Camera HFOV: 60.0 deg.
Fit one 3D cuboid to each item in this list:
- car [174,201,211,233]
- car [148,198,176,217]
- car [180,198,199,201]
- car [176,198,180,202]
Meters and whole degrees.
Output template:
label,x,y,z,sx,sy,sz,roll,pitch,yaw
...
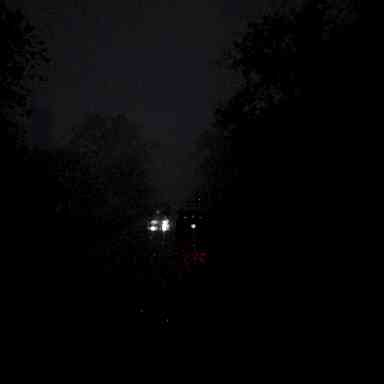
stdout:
label,x,y,z,sx,sy,sz,roll,pitch,yaw
car,0.068,1.497,19.559,1.837,1.490,4.892,0,0,0
car,-2.926,1.509,31.011,2.128,1.511,4.902,0,0,0
car,0.008,1.405,37.168,2.097,1.767,4.553,0,-1,0
car,-3.139,2.085,72.368,1.882,1.535,5.008,0,-1,-1
